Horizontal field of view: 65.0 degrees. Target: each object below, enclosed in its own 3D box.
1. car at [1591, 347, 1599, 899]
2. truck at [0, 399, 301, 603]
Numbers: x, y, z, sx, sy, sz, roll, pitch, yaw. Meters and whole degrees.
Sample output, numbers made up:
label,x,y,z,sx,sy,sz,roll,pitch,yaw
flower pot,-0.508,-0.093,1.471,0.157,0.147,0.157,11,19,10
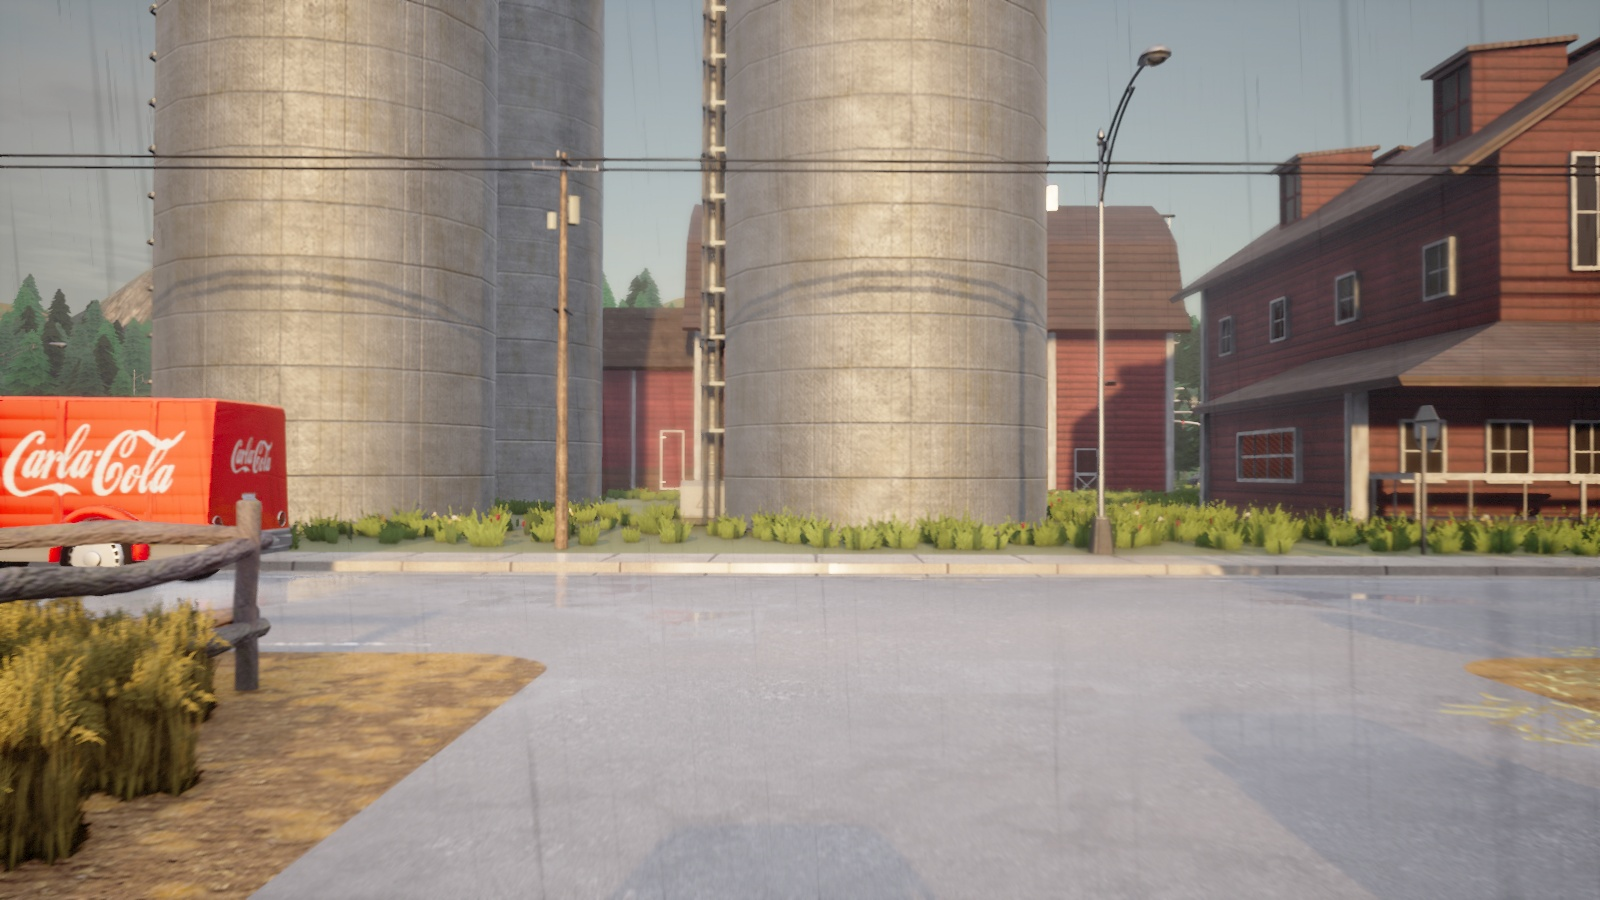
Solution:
label,x,y,z,sx,sy,sz,roll,pitch,yaw
car,3.128,0.623,1.506,1.905,1.878,3.866,0,-1,0
truck,-9.709,0.645,16.538,5.204,2.467,2.627,0,-1,1
